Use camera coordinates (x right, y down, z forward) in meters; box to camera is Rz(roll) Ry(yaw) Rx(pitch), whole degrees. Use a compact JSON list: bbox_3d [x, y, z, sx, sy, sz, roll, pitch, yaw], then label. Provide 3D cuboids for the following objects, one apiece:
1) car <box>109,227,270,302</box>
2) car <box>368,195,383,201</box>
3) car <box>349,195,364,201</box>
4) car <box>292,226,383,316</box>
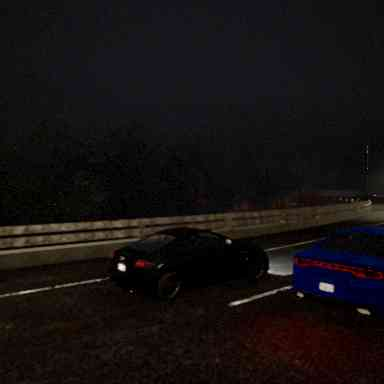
[{"bbox_3d":[0.063,1.593,8.438,4.181,1.385,1.994,0,0,-38],"label":"car"},{"bbox_3d":[43.346,1.511,80.157,2.033,1.411,5.357,0,0,4],"label":"car"},{"bbox_3d":[39.865,1.525,80.525,2.033,1.411,5.357,0,0,4],"label":"car"},{"bbox_3d":[4.232,1.489,7.349,5.008,1.535,1.882,0,0,-40],"label":"car"}]
